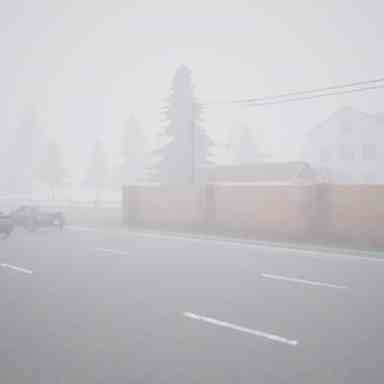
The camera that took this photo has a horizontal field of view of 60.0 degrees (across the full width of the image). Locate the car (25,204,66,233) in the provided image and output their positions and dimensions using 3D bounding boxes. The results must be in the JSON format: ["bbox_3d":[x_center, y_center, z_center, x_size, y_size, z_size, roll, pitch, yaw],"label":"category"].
[{"bbox_3d":[-9.125,1.443,19.098,4.674,1.442,1.812,0,0,36],"label":"car"}]

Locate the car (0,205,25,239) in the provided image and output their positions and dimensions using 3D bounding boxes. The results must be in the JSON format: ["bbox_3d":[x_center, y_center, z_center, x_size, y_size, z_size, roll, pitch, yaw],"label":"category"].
[{"bbox_3d":[-10.313,1.413,15.646,4.902,1.511,2.128,0,0,36],"label":"car"}]
